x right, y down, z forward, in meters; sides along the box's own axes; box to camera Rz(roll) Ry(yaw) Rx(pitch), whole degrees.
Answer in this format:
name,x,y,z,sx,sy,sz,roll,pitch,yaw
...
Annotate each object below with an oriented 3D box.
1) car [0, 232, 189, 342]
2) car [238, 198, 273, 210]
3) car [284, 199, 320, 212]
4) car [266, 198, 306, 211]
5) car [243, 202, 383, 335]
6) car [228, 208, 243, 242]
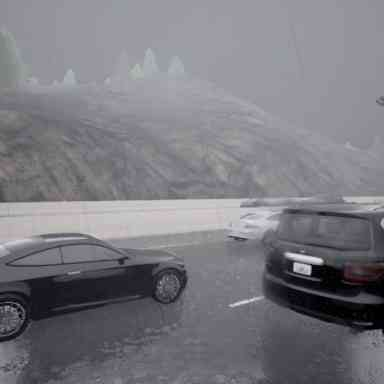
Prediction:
name,x,y,z,sx,sy,sz,roll,pitch,yaw
car,-2.255,1.526,6.439,4.674,1.442,1.812,0,0,-36
car,8.551,1.526,44.478,4.674,1.442,1.812,0,0,-35
car,12.943,1.565,39.014,4.181,1.385,1.994,0,0,-35
car,12.114,1.548,42.726,5.357,1.411,2.033,0,0,-35
car,3.810,1.222,6.465,5.566,2.045,2.150,0,0,-36
car,3.681,1.526,14.973,4.674,1.442,1.812,0,0,-36
